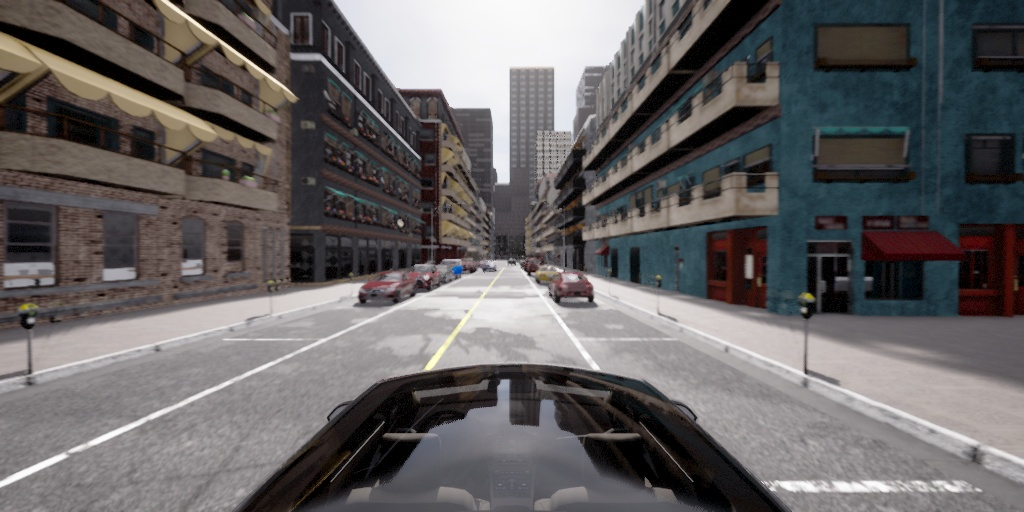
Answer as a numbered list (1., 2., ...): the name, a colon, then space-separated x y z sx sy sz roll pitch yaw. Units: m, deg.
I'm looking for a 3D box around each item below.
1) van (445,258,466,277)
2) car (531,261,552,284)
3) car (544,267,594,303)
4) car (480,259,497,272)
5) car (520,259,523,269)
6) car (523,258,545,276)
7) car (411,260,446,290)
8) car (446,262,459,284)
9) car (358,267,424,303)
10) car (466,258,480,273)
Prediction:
1. van: -5.653 1.189 33.600 1.690 1.789 3.998 0 0 0
2. car: 2.694 1.351 28.138 1.751 1.417 4.829 0 0 0
3. car: 2.693 1.374 16.764 1.802 1.307 4.207 0 0 0
4. car: -3.050 1.441 49.345 2.033 1.411 5.357 0 0 1
5. car: 2.697 1.207 50.376 2.192 1.841 5.009 0 0 0
6. car: 2.695 1.174 39.172 2.192 1.841 5.009 0 0 0
7. car: -5.654 1.255 22.396 1.967 1.591 4.097 0 0 0
8. car: -5.654 1.383 27.998 2.007 1.370 4.403 0 0 0
9. car: -5.655 1.381 16.794 1.802 1.307 4.207 0 0 0
10. car: -5.675 1.197 44.804 2.192 1.841 5.009 0 0 0
